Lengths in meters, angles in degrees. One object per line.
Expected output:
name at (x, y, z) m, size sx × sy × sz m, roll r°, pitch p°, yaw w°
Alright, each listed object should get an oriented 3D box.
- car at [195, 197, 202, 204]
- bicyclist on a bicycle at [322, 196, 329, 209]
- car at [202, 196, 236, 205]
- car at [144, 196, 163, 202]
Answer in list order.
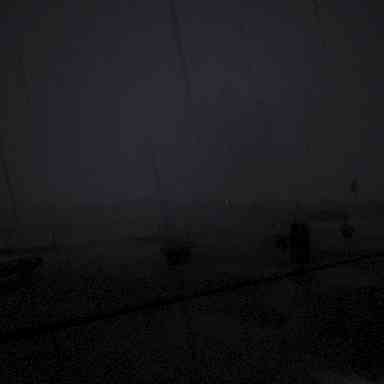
car at (2.006, 1.476, 54.553) m, size 2.033 × 1.411 × 5.357 m, roll 0°, pitch 0°, yaw -35°
bicyclist on a bicycle at (16.602, 1.268, 41.359) m, size 1.656 × 1.620 × 0.582 m, roll -1°, pitch 0°, yaw -35°
car at (3.878, 1.289, 44.814) m, size 2.097 × 1.767 × 4.553 m, roll 0°, pitch 0°, yaw -35°
car at (-7.034, 1.446, 60.407) m, size 2.128 × 1.511 × 4.902 m, roll 0°, pitch 0°, yaw -35°
